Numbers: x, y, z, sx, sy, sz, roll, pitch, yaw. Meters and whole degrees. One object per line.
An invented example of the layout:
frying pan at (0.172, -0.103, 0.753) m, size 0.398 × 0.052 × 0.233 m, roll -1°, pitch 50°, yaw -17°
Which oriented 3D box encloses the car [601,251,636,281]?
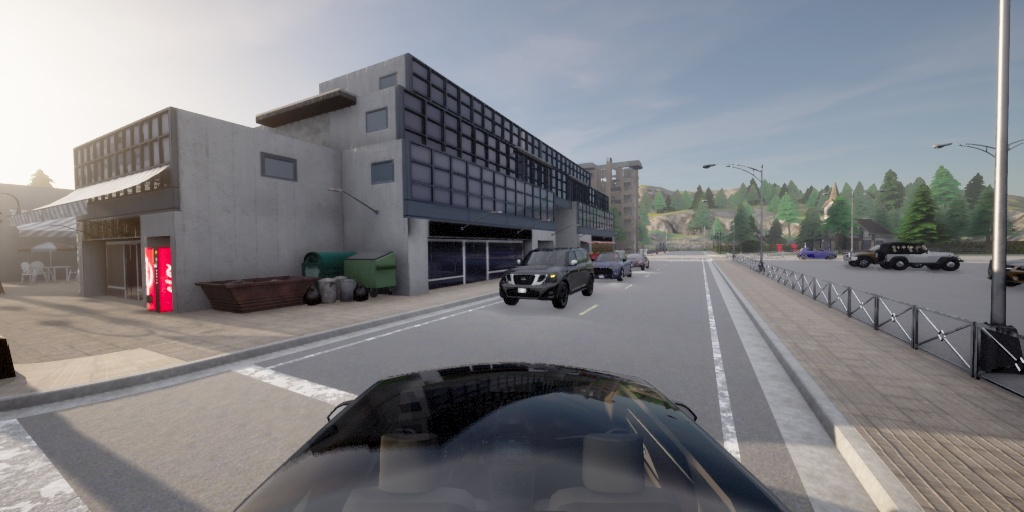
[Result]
car at (6.188, 0.550, 22.663) m, size 2.097 × 1.767 × 4.553 m, roll 0°, pitch 2°, yaw 28°

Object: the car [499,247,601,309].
car at (1.607, 0.686, 13.959) m, size 2.150 × 2.045 × 5.566 m, roll 0°, pitch 1°, yaw 28°

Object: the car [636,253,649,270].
car at (10.959, 0.446, 31.715) m, size 1.812 × 1.442 × 4.674 m, roll 0°, pitch 2°, yaw 28°
